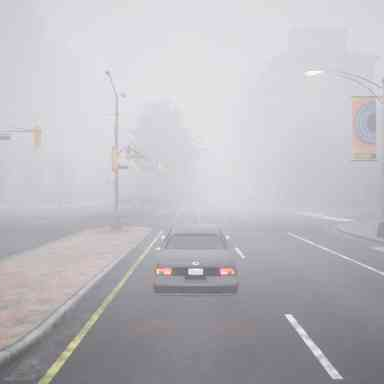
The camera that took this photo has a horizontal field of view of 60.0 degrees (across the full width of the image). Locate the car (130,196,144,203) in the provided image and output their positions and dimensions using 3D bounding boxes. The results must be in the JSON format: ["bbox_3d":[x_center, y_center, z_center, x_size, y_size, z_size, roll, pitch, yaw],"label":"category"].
[{"bbox_3d":[-11.395,1.525,69.551,2.128,1.511,4.902,0,0,0],"label":"car"}]

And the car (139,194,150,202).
[{"bbox_3d":[-11.379,1.355,79.562,2.097,1.767,4.553,0,0,0],"label":"car"}]

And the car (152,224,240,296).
[{"bbox_3d":[0.087,1.547,8.782,2.033,1.411,5.357,0,0,0],"label":"car"}]

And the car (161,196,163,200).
[{"bbox_3d":[-7.882,1.500,77.791,1.837,1.490,4.892,0,0,0],"label":"car"}]

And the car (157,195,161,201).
[{"bbox_3d":[-7.916,1.526,67.462,1.812,1.442,4.674,0,0,1],"label":"car"}]

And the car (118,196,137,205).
[{"bbox_3d":[-11.478,1.491,59.629,2.128,1.511,4.902,0,0,0],"label":"car"}]

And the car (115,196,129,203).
[{"bbox_3d":[-14.644,1.595,69.433,1.895,1.301,4.718,0,0,0],"label":"car"}]

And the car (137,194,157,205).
[{"bbox_3d":[-7.983,1.564,58.944,1.994,1.385,4.181,0,0,1],"label":"car"}]
